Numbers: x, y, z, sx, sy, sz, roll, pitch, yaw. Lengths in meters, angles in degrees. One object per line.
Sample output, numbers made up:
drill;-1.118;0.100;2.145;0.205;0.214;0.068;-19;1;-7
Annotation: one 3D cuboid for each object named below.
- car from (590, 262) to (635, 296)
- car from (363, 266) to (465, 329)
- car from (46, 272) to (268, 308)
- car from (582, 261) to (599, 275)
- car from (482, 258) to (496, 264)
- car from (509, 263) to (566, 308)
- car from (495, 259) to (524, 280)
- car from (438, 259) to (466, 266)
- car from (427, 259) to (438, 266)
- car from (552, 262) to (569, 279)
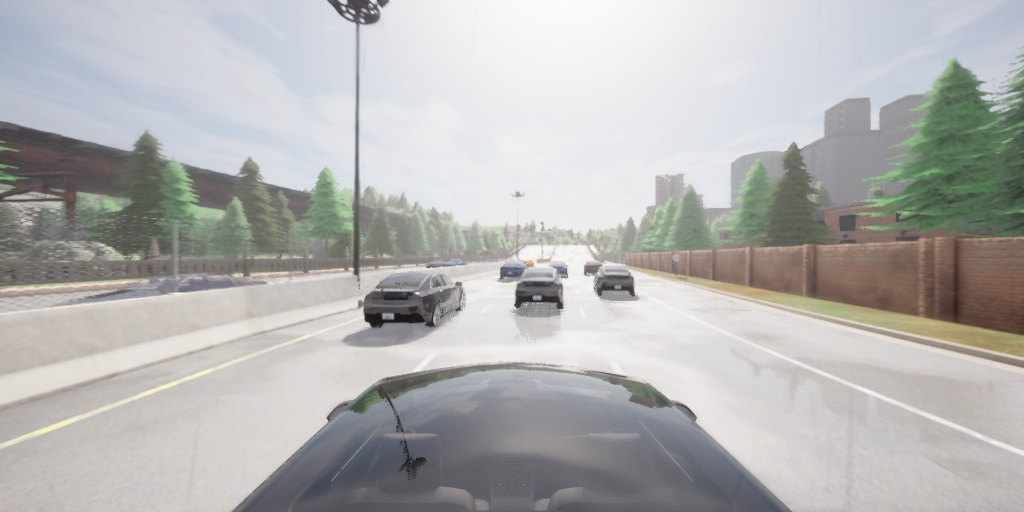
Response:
car;5.493;1.262;19.664;1.837;1.490;4.892;0;0;9
car;-2.795;1.223;11.230;1.837;1.490;4.892;0;0;6
car;-10.052;1.219;10.966;2.033;1.411;5.357;0;0;5
car;8.701;1.227;38.821;1.882;1.535;5.008;0;0;10
car;-3.111;1.128;53.852;1.882;1.535;5.008;0;0;10
car;1.256;1.243;15.256;1.837;1.490;4.892;0;0;8
car;0.238;1.185;30.726;1.882;1.535;5.008;0;0;10
car;-7.675;1.108;47.931;1.882;1.535;5.008;0;0;10
car;-10.608;1.171;51.457;1.994;1.385;4.181;0;0;10
car;4.426;1.255;34.556;1.812;1.442;4.674;0;0;10
